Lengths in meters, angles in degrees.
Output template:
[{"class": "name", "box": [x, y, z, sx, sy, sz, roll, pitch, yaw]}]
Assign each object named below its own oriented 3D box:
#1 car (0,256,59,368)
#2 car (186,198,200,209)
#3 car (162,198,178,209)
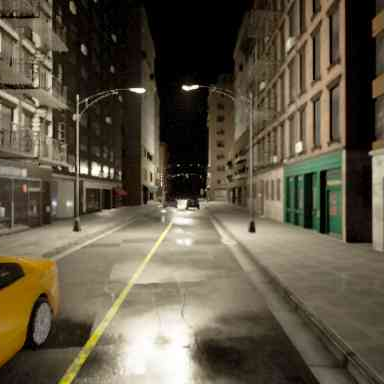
[{"class": "car", "box": [-3.101, 1.479, 3.396, 1.882, 1.535, 5.008, 0, 0, 0]}, {"class": "car", "box": [0.108, 1.594, 45.829, 2.033, 1.411, 5.357, 0, 0, 0]}, {"class": "car", "box": [-2.991, 1.610, 46.242, 1.812, 1.442, 4.674, 0, 0, 0]}]
